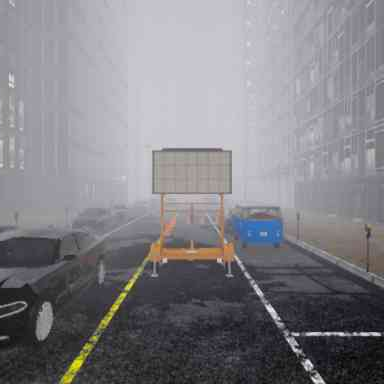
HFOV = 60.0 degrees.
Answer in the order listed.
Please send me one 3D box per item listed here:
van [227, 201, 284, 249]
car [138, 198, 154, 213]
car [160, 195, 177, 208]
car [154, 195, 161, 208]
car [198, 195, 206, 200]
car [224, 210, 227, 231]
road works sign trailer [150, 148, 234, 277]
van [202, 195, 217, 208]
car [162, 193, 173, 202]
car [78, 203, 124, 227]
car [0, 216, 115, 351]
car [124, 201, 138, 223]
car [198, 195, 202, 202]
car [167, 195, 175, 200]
[{"bbox_3d":[2.690,1.338,14.336,1.690,1.788,3.998,0,0,0],"label":"van"},{"bbox_3d":[-5.680,1.569,37.128,1.802,1.307,4.206,0,0,0],"label":"car"},{"bbox_3d":[-3.080,1.526,48.229,2.033,1.411,5.357,0,0,0],"label":"car"},{"bbox_3d":[-5.677,1.561,48.522,1.802,1.307,4.206,0,0,0],"label":"car"},{"bbox_3d":[2.720,1.479,88.398,2.008,1.369,4.403,0,0,0],"label":"car"},{"bbox_3d":[2.694,1.577,20.033,1.802,1.307,4.206,0,0,0],"label":"car"},{"bbox_3d":[0.004,0.462,10.223,2.380,3.560,2.880,0,0,0],"label":"road works sign trailer"},{"bbox_3d":[2.704,1.320,48.518,1.690,1.788,3.998,0,0,0],"label":"van"},{"bbox_3d":[-5.666,1.261,77.007,2.192,1.841,5.009,0,0,0],"label":"car"},{"bbox_3d":[-5.687,1.561,20.037,1.947,1.339,4.313,0,0,0],"label":"car"},{"bbox_3d":[-3.100,1.476,6.534,1.882,1.535,5.008,0,0,0],"label":"car"},{"bbox_3d":[-5.685,1.537,25.734,1.887,1.381,4.507,0,0,0],"label":"car"},{"bbox_3d":[2.715,1.496,77.003,2.008,1.369,4.403,0,0,0],"label":"car"},{"bbox_3d":[-5.660,1.510,88.402,1.802,1.307,4.206,0,0,0],"label":"car"}]
